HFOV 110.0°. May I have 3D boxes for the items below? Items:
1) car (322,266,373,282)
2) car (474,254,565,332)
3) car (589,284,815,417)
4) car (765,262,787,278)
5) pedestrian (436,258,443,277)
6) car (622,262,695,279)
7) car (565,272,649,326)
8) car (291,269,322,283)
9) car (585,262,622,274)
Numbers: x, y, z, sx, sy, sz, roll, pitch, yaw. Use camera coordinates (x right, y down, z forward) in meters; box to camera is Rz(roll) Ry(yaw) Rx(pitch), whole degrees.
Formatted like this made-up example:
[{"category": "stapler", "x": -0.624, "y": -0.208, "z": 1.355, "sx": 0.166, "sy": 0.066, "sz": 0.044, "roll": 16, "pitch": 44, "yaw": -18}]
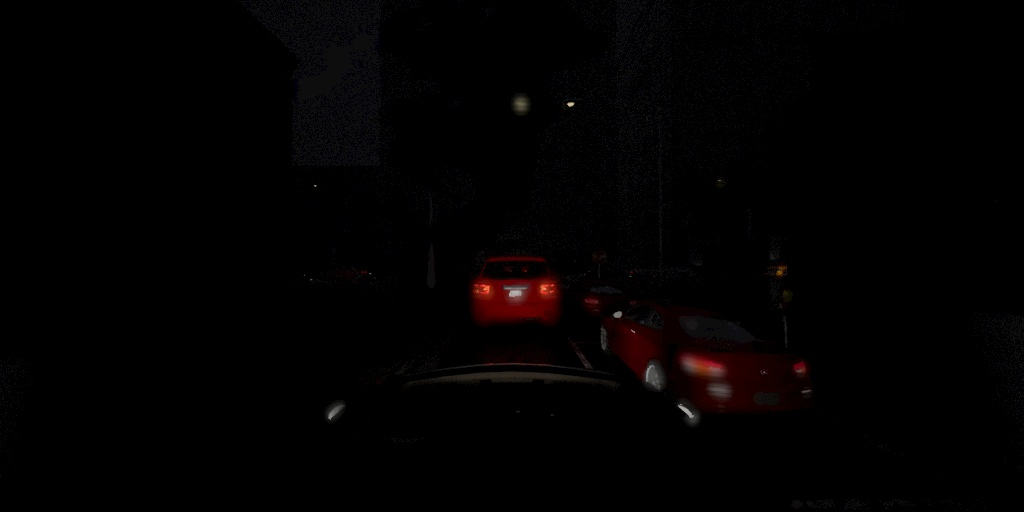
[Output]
[{"category": "car", "x": -14.050, "y": 1.499, "z": 30.458, "sx": 4.181, "sy": 1.385, "sz": 1.994, "roll": -1, "pitch": -1, "yaw": 0}, {"category": "car", "x": 0.115, "y": 0.976, "z": 11.070, "sx": 2.150, "sy": 2.045, "sz": 5.566, "roll": 0, "pitch": 0, "yaw": 0}, {"category": "car", "x": 2.643, "y": 1.334, "z": 5.802, "sx": 1.802, "sy": 1.307, "sz": 4.207, "roll": 0, "pitch": 0, "yaw": 0}, {"category": "car", "x": 24.185, "y": 1.051, "z": 30.244, "sx": 5.008, "sy": 1.535, "sz": 1.882, "roll": 0, "pitch": -1, "yaw": 0}, {"category": "pedestrian", "x": -6.775, "y": 1.050, "z": 33.338, "sx": 0.375, "sy": 1.860, "sz": 0.375, "roll": 0, "pitch": -1, "yaw": 0}, {"category": "car", "x": 11.237, "y": 1.223, "z": 27.362, "sx": 4.718, "sy": 1.301, "sz": 1.895, "roll": 0, "pitch": -1, "yaw": 0}, {"category": "car", "x": 2.652, "y": 1.336, "z": 11.240, "sx": 1.802, "sy": 1.307, "sz": 4.207, "roll": 0, "pitch": 0, "yaw": 0}, {"category": "car", "x": -17.626, "y": 1.525, "z": 27.529, "sx": 4.718, "sy": 1.301, "sz": 1.895, "roll": -1, "pitch": -1, "yaw": 0}, {"category": "car", "x": 8.469, "y": 1.233, "z": 30.338, "sx": 4.674, "sy": 1.442, "sz": 1.812, "roll": -1, "pitch": -1, "yaw": 0}]
